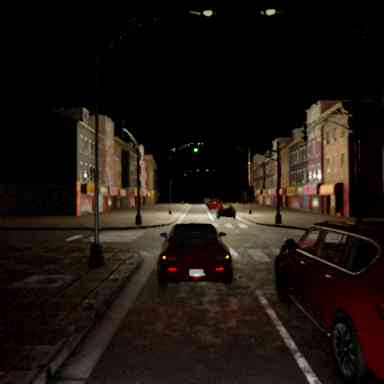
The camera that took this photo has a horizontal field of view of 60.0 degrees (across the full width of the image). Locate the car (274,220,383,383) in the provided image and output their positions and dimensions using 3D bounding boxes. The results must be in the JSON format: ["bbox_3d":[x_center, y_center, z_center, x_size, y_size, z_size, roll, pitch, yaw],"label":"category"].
[{"bbox_3d":[2.758,1.351,5.280,2.192,1.841,5.009,0,-1,1],"label":"car"}]

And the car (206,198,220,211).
[{"bbox_3d":[3.428,2.002,48.012,1.887,1.381,4.507,0,-1,1],"label":"car"}]

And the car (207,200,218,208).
[{"bbox_3d":[3.598,2.161,58.885,1.802,1.307,4.206,0,-1,1],"label":"car"}]

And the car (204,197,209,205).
[{"bbox_3d":[3.514,1.832,53.451,2.192,1.841,5.009,0,-1,1],"label":"car"}]

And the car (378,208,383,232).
[{"bbox_3d":[13.879,1.692,19.696,4.674,1.442,1.812,0,-1,1],"label":"car"}]

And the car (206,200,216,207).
[{"bbox_3d":[3.684,2.223,64.321,1.802,1.307,4.206,0,-1,1],"label":"car"}]

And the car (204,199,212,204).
[{"bbox_3d":[4.026,2.471,86.067,1.947,1.339,4.313,0,-1,1],"label":"car"}]

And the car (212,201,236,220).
[{"bbox_3d":[3.171,1.831,31.703,1.887,1.381,4.507,0,-1,1],"label":"car"}]

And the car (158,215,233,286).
[{"bbox_3d":[0.052,1.610,9.559,1.812,1.442,4.674,0,0,-1],"label":"car"}]
